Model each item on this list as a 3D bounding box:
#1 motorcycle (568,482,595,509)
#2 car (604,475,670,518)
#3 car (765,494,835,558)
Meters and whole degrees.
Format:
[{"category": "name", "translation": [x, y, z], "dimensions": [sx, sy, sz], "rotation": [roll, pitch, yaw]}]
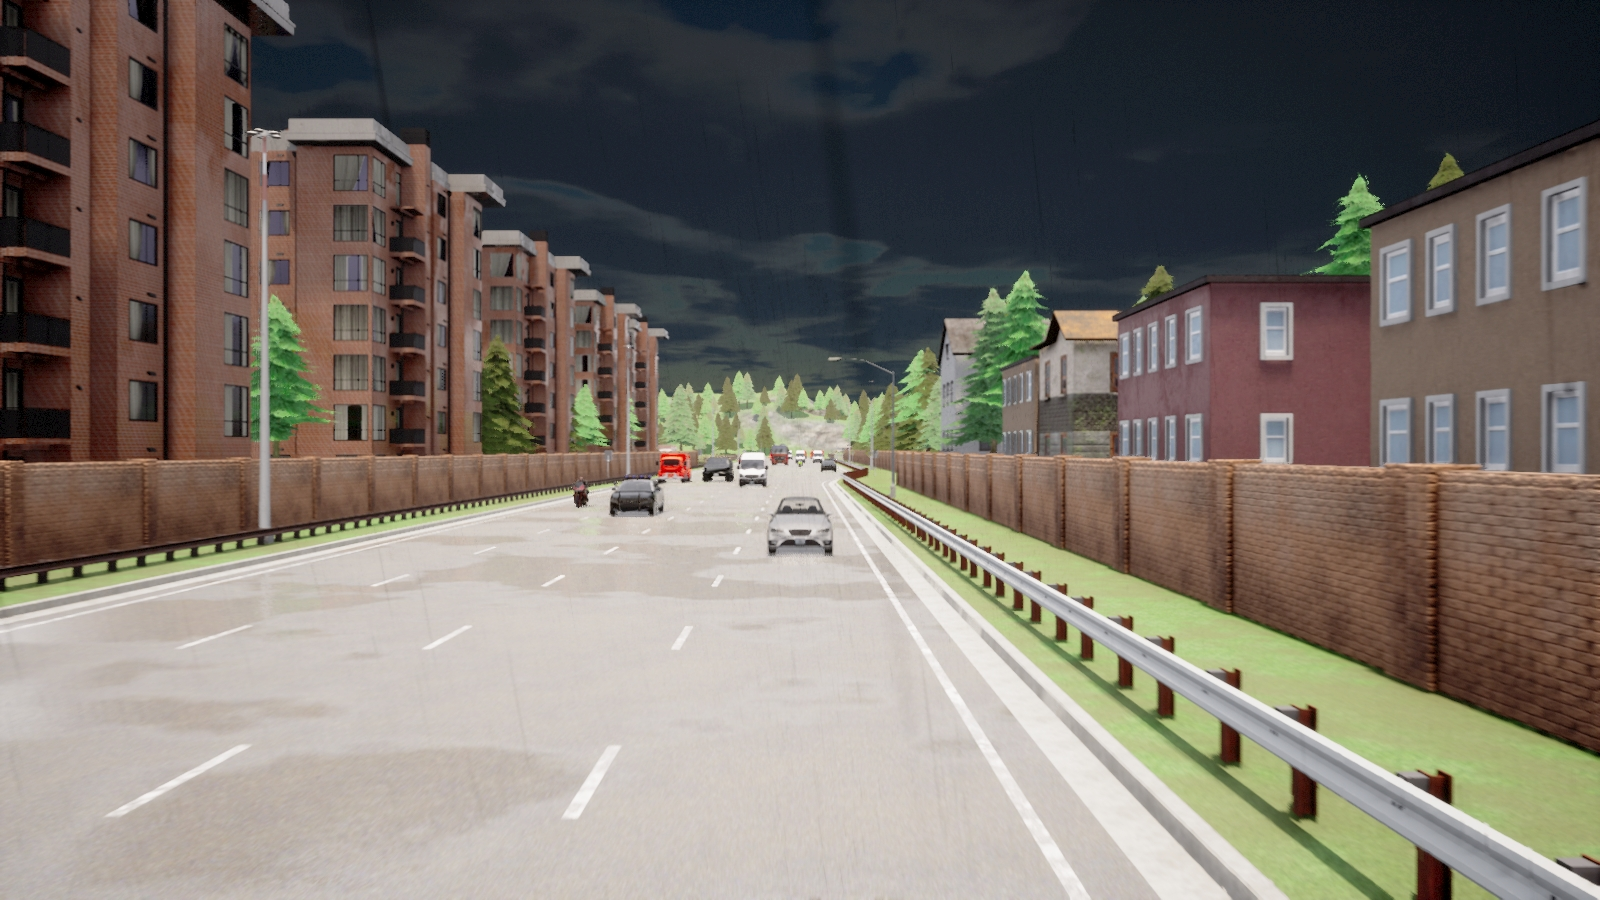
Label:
[{"category": "motorcycle", "translation": [-10.492, 2.172, 54.870], "dimensions": [0.867, 1.251, 2.209], "rotation": [0, 0, 0]}, {"category": "car", "translation": [-6.991, 1.952, 49.483], "dimensions": [2.097, 1.638, 5.238], "rotation": [0, 0, 0]}, {"category": "car", "translation": [0.003, 2.046, 31.536], "dimensions": [1.816, 1.474, 4.193], "rotation": [0, 0, 0]}]
